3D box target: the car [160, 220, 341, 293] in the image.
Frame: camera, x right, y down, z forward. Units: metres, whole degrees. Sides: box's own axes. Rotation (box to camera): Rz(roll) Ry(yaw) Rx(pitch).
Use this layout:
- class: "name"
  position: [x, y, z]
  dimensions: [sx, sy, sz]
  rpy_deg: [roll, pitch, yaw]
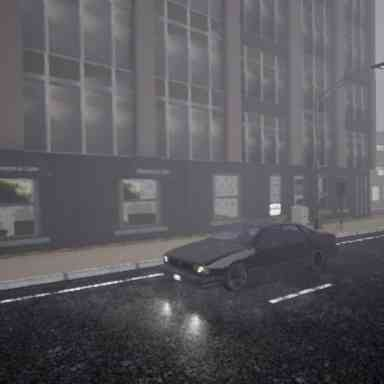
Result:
- class: "car"
  position: [1.833, 1.501, 8.985]
  dimensions: [5.357, 1.411, 2.033]
  rpy_deg: [0, 0, -36]
